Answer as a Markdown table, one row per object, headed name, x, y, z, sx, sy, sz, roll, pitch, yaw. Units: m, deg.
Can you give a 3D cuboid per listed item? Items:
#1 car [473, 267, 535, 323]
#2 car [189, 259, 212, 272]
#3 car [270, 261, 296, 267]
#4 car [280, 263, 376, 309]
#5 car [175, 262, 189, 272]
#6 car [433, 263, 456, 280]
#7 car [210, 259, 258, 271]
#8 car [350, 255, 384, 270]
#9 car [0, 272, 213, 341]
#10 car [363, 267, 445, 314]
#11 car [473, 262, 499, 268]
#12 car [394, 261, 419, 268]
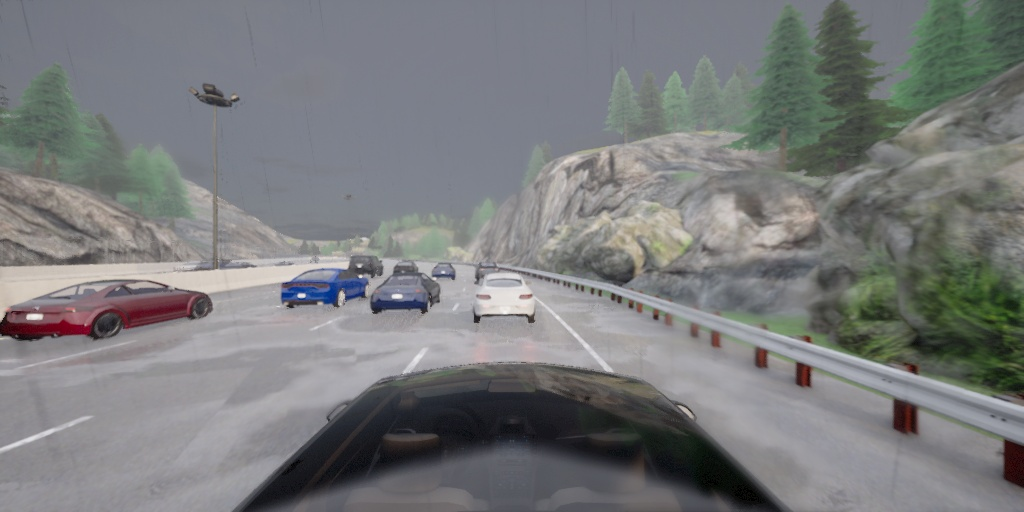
| name | x | y | z | sx | sy | sz | roll | pitch | yaw |
| --- | --- | --- | --- | --- | --- | --- | --- | --- | --- |
| car | -0.299 | 1.260 | 12.010 | 1.812 | 1.442 | 4.674 | 0 | 0 | -3 |
| car | -32.722 | 1.114 | 39.673 | 2.097 | 1.767 | 4.553 | 0 | 0 | -13 |
| car | -25.701 | 1.310 | 40.370 | 1.994 | 1.385 | 4.181 | 0 | 0 | -13 |
| car | -7.513 | 1.223 | 14.968 | 1.882 | 1.535 | 5.008 | 0 | 0 | -4 |
| car | -36.790 | 1.293 | 41.737 | 1.812 | 1.442 | 4.674 | 0 | 0 | -14 |
| car | -5.909 | 1.281 | 31.186 | 1.994 | 1.385 | 4.181 | 0 | 0 | -9 |
| car | -28.617 | 1.303 | 37.576 | 2.033 | 1.411 | 5.357 | 0 | 0 | -12 |
| car | -13.211 | 0.952 | 32.648 | 2.150 | 2.045 | 5.566 | 0 | 0 | -10 |
| car | -10.716 | 1.324 | 9.987 | 1.994 | 1.385 | 4.181 | 0 | 0 | -3 |
| car | -3.943 | 1.304 | 13.880 | 1.994 | 1.385 | 4.181 | 0 | 0 | -4 |
| car | -2.057 | 1.203 | 29.203 | 2.128 | 1.511 | 4.902 | 0 | 0 | -8 |
| car | -9.815 | 1.200 | 33.397 | 1.882 | 1.535 | 5.008 | 0 | 0 | -10 |
